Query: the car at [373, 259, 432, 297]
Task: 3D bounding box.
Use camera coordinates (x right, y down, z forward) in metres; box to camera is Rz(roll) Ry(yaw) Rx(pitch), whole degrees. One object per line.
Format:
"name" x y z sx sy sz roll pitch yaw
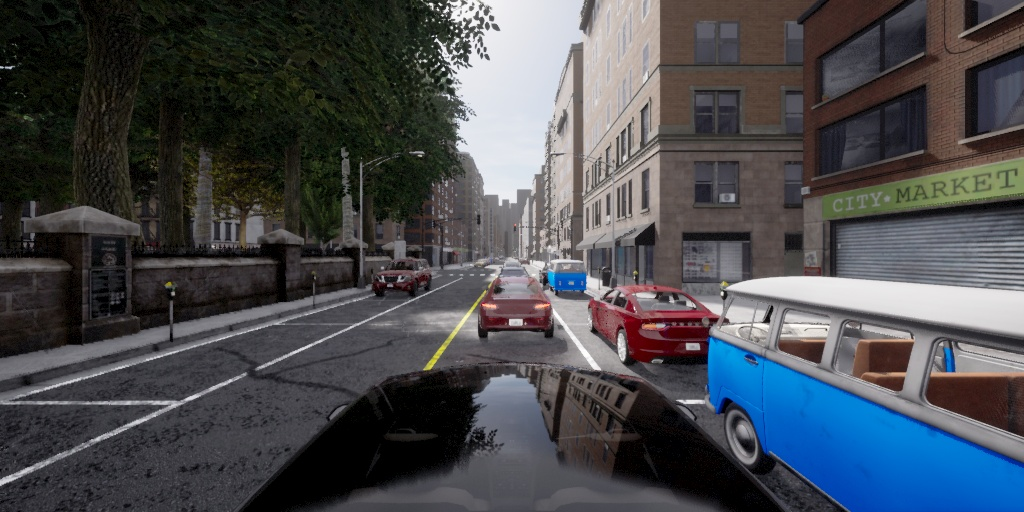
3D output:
"car" -5.658 1.059 19.177 2.192 1.841 5.009 0 0 0

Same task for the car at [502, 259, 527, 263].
"car" 0.020 1.242 29.417 1.837 1.490 4.892 0 0 0

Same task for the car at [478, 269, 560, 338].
"car" 0.100 1.274 10.093 1.812 1.442 4.674 0 0 0

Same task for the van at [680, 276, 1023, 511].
"van" 2.857 1.091 2.230 1.690 1.789 3.998 0 0 0

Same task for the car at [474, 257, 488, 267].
"car" -5.633 1.229 62.696 1.751 1.417 4.829 0 0 0

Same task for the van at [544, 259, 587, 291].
"van" 2.867 1.086 19.212 1.690 1.789 3.998 0 0 0

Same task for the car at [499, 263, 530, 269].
"car" 0.107 1.292 19.672 2.033 1.411 5.357 0 0 1

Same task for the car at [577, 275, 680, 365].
"car" 2.860 1.294 7.891 1.888 1.381 4.507 0 0 0
